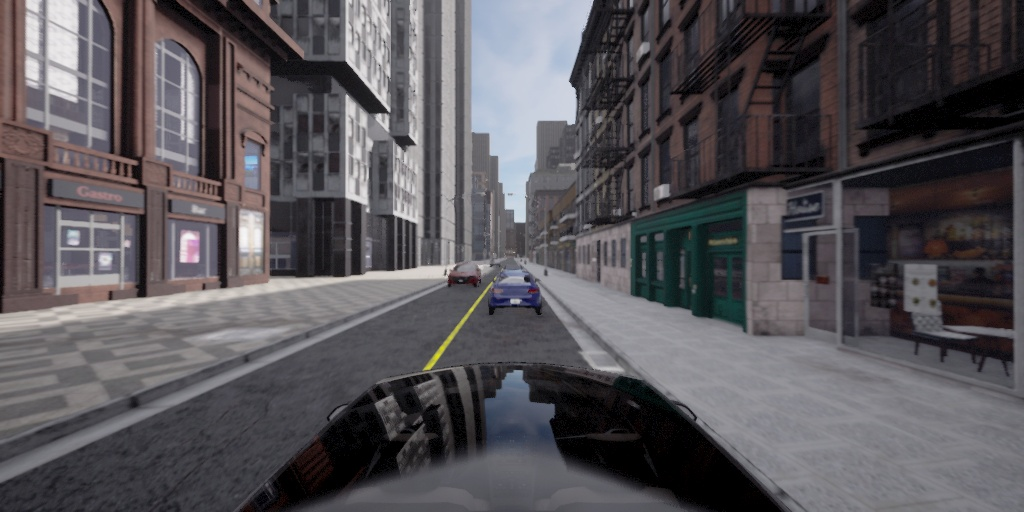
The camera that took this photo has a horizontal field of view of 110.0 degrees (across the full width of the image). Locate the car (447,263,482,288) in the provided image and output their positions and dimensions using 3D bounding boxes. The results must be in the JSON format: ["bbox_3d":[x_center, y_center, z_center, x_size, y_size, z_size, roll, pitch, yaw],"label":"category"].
[{"bbox_3d":[-3.097,1.234,24.167,1.882,1.535,5.008,0,0,0],"label":"car"}]

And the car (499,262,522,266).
[{"bbox_3d":[0.102,1.364,31.079,1.895,1.301,4.718,0,0,0],"label":"car"}]

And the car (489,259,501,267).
[{"bbox_3d":[-3.022,1.289,64.851,1.882,1.535,5.008,0,0,1],"label":"car"}]

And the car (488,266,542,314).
[{"bbox_3d":[0.101,1.275,13.711,1.812,1.442,4.674,0,0,0],"label":"car"}]
